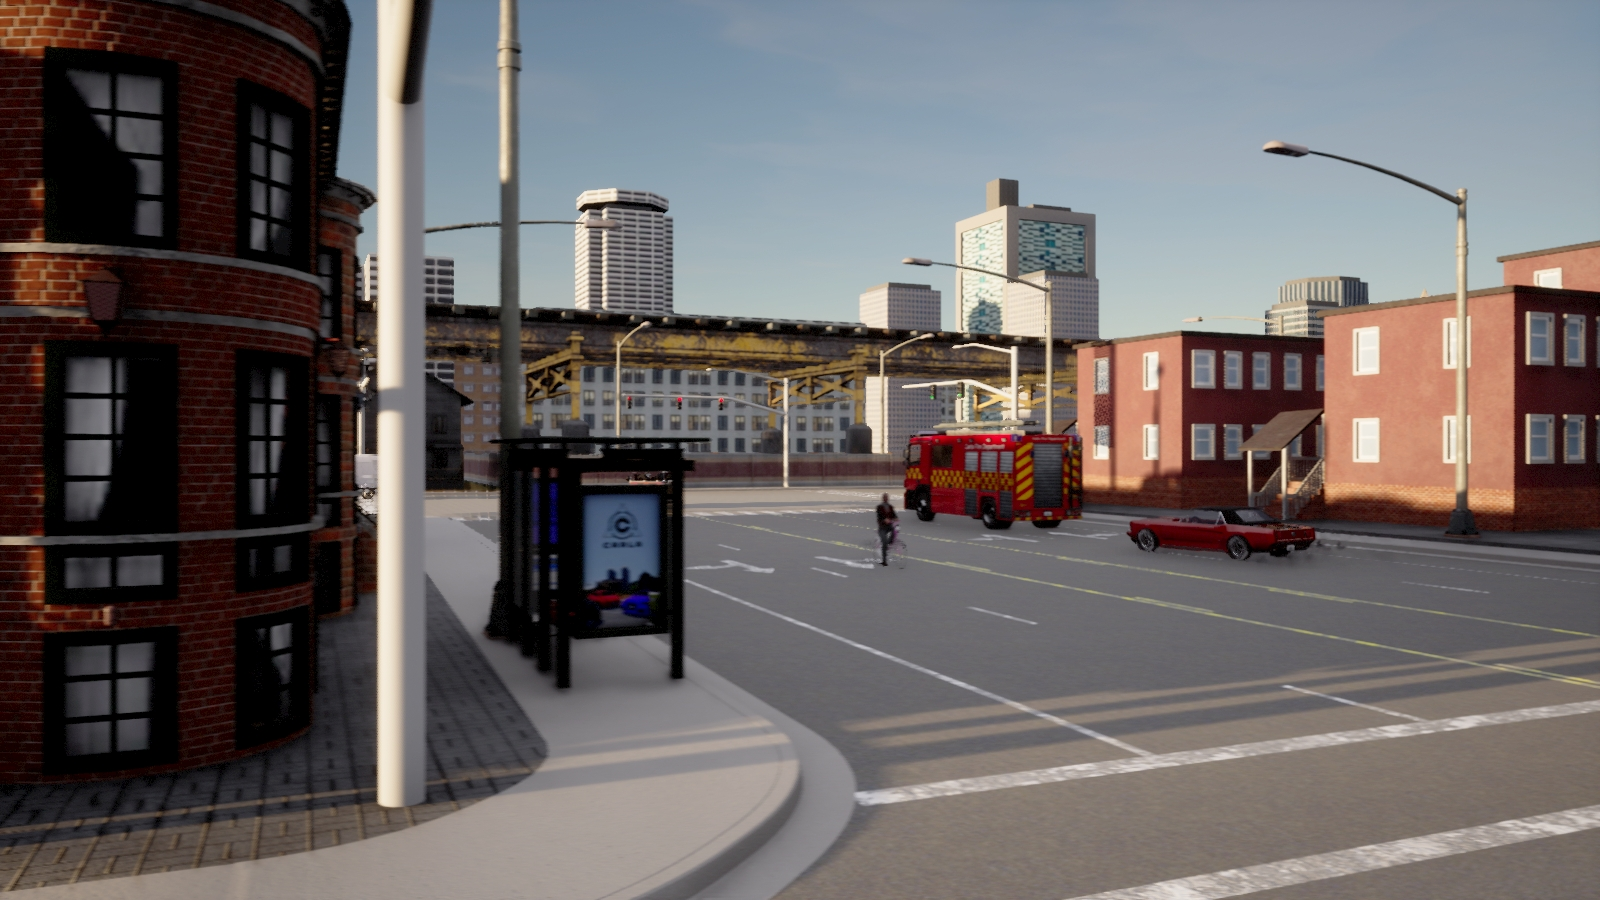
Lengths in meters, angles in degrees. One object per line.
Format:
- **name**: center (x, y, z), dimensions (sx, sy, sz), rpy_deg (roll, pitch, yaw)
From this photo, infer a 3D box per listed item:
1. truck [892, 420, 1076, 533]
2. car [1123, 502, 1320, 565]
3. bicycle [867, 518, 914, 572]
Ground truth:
- **truck**: center (6.697, 0.891, 43.230), dimensions (2.891, 3.827, 8.468), rpy_deg (0, 0, -22)
- **car**: center (11.121, 2.156, 30.474), dimensions (1.895, 1.301, 4.718), rpy_deg (0, 0, -33)
- **bicycle**: center (2.133, 2.232, 27.168), dimensions (0.329, 1.126, 1.835), rpy_deg (0, 0, -21)
